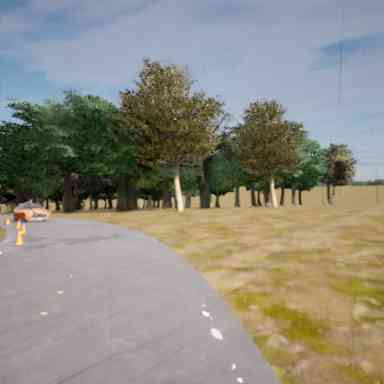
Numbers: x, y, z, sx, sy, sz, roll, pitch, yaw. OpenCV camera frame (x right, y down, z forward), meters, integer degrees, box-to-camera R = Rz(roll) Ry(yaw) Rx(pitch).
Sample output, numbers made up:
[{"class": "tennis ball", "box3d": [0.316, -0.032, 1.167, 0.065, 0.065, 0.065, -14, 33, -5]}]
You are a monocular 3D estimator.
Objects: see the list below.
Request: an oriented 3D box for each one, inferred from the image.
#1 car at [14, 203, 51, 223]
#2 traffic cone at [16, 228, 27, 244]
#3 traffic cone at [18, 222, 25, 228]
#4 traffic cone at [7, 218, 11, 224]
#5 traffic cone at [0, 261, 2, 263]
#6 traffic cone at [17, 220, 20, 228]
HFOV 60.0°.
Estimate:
[{"class": "car", "box3d": [-14.506, 1.786, 30.100, 2.097, 1.767, 4.553, -1, -1, -42]}, {"class": "traffic cone", "box3d": [-8.098, 2.140, 15.622, 0.340, 0.580, 0.340, -1, 0, -22]}, {"class": "traffic cone", "box3d": [-10.061, 2.205, 19.911, 0.340, 0.580, 0.340, -1, 0, -28]}, {"class": "traffic cone", "box3d": [-15.270, 2.386, 27.762, 0.340, 0.580, 0.340, -1, -1, -40]}, {"class": "traffic cone", "box3d": [-6.593, 2.081, 11.153, 0.340, 0.580, 0.340, -1, -1, -16]}, {"class": "traffic cone", "box3d": [-12.460, 2.285, 23.972, 0.340, 0.580, 0.340, -1, -1, -34]}]
